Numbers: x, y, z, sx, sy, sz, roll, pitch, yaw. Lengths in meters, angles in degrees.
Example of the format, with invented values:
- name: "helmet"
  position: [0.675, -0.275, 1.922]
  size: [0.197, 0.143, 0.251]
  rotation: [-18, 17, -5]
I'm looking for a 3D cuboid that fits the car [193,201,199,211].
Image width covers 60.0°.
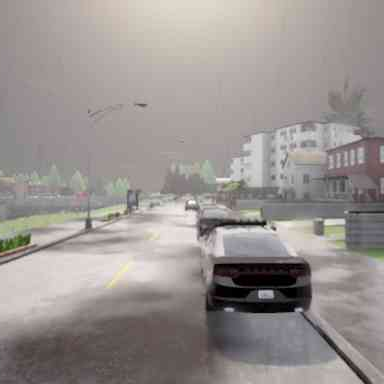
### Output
- name: "car"
  position: [1.201, 1.647, 23.880]
  size: [1.837, 1.490, 4.892]
  rotation: [0, 0, 0]

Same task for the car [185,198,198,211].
- name: "car"
  position: [0.027, 1.832, 45.397]
  size: [1.994, 1.385, 4.181]
  rotation: [0, 0, 0]

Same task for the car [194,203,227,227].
- name: "car"
  position: [1.201, 1.584, 17.881]
  size: [1.882, 1.535, 5.008]
  rotation: [0, 0, 0]

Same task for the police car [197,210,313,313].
- name: "police car"
  position: [1.201, 1.473, 7.991]
  size: [1.930, 1.638, 5.238]
  rotation: [0, 0, 0]

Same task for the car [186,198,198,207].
- name: "car"
  position: [0.002, 1.824, 58.723]
  size: [1.882, 1.535, 5.008]
  rotation: [0, 0, 0]
